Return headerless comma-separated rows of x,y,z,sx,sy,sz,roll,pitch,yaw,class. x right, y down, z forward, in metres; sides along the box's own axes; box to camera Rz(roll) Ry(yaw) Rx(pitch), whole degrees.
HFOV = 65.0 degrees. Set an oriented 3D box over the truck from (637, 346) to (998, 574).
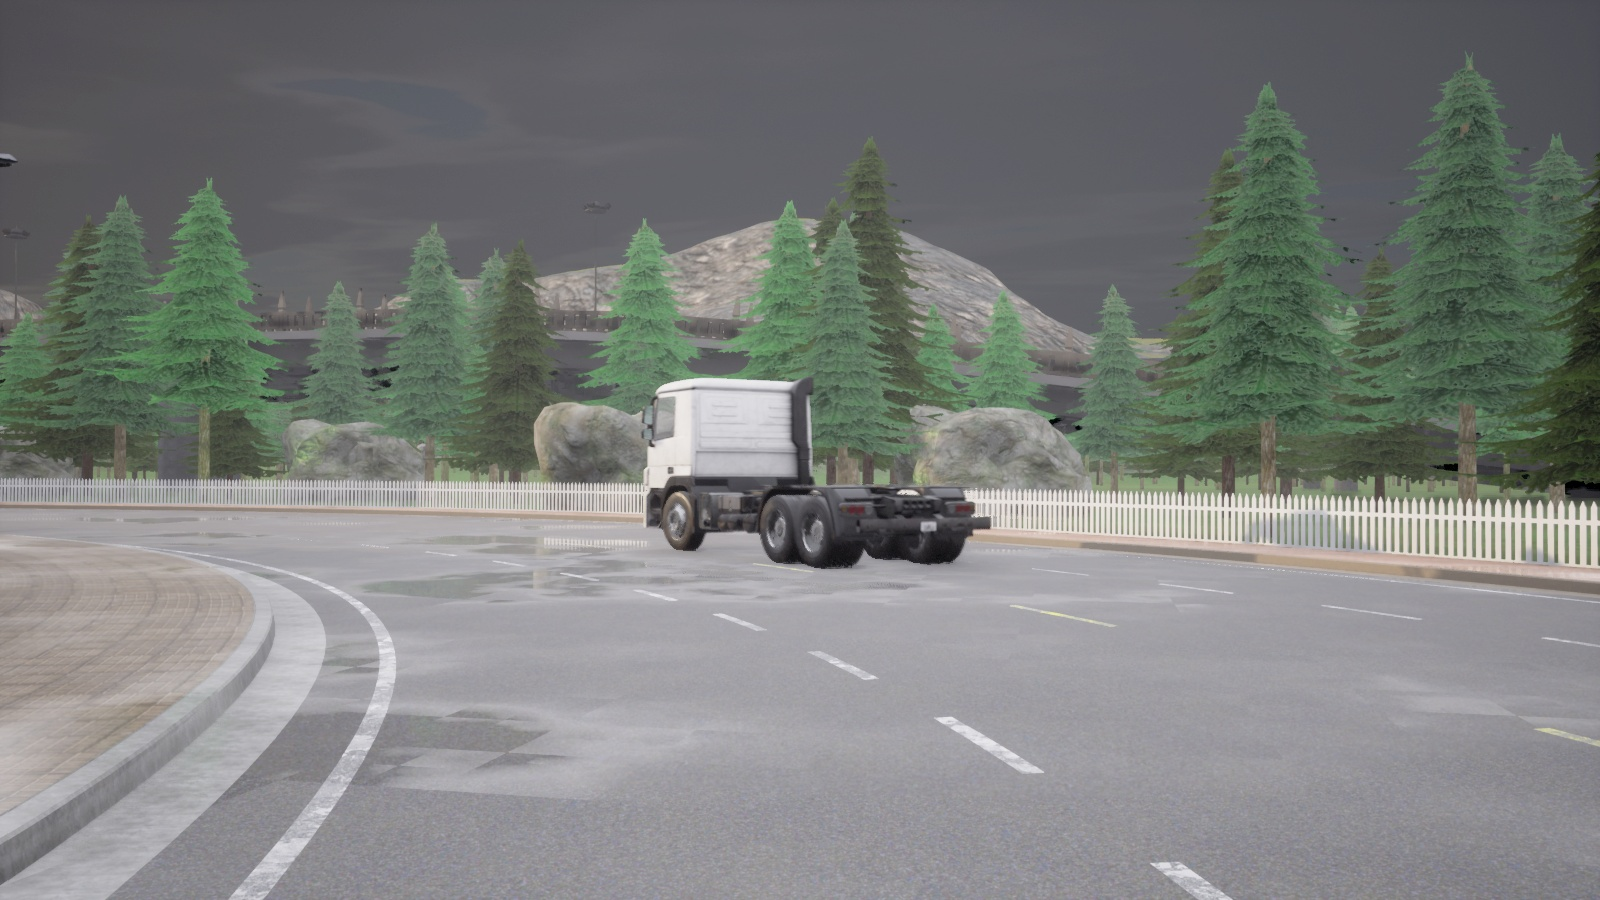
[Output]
-0.066,0.222,23.204,2.891,3.462,7.936,0,-1,-31,truck
